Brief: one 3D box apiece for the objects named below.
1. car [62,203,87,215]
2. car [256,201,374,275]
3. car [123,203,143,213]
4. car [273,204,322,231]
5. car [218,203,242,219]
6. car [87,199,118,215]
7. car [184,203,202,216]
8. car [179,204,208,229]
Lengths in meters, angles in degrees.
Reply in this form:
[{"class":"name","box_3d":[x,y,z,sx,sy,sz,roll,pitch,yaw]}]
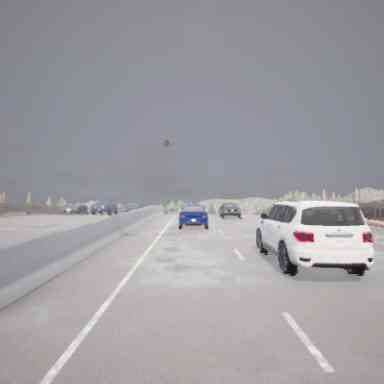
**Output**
[{"class":"car","box_3d":[-14.080,2.061,40.408,2.128,1.511,4.902,0,-3,0]},{"class":"car","box_3d":[3.601,1.294,10.799,2.150,2.045,5.566,0,0,0]},{"class":"car","box_3d":[-7.079,2.067,40.330,1.837,1.490,4.892,0,-3,0]},{"class":"car","box_3d":[7.101,1.657,22.915,1.837,1.490,4.892,0,0,0]},{"class":"car","box_3d":[3.602,1.794,32.229,2.033,1.411,5.357,0,-1,0]},{"class":"car","box_3d":[-10.581,1.796,40.569,2.150,2.045,5.566,0,-3,0]},{"class":"car","box_3d":[0.102,2.090,39.586,1.994,1.385,4.181,0,-3,0]},{"class":"car","box_3d":[0.101,1.630,22.979,1.882,1.535,5.008,0,-1,0]}]
